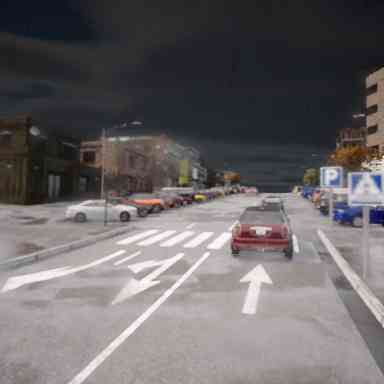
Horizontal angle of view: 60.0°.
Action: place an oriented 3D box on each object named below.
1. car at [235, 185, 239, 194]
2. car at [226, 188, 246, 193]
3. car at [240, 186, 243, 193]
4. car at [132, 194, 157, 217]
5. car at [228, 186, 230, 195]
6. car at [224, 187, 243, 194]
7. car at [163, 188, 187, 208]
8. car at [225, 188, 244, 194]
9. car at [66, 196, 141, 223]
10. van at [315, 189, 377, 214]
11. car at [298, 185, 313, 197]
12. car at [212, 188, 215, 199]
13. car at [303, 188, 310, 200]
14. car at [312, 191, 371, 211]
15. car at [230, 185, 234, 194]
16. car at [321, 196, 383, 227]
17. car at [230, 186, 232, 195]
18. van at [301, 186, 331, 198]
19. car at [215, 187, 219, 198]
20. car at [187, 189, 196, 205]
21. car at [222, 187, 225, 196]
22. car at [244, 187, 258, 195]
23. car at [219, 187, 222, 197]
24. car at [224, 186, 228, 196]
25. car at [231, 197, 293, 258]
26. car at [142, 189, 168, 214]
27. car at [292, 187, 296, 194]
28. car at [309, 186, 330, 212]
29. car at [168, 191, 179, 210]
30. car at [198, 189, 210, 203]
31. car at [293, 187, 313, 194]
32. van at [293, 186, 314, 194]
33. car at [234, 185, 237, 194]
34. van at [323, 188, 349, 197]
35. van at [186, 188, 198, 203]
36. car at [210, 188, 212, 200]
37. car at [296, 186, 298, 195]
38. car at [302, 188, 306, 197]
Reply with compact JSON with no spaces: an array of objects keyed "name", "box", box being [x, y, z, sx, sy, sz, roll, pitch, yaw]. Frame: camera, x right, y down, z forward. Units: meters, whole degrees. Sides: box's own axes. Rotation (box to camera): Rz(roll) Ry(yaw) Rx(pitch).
[{"name":"car","box":[7.063,-0.178,73.771,5.008,1.535,2.097,-1,1,-5]},{"name":"car","box":[12.351,-0.407,93.615,5.008,1.535,2.097,-1,0,-5]},{"name":"car","box":[8.535,-0.524,79.432,5.566,2.045,2.435,-1,1,-5]},{"name":"car","box":[-5.297,1.154,25.391,4.792,1.488,2.163,-1,1,-6]},{"name":"car","box":[4.127,-0.044,62.415,4.553,1.767,2.185,-1,2,-5]},{"name":"car","box":[10.864,-0.498,87.944,4.553,1.767,2.185,-1,0,-5]},{"name":"car","box":[-3.147,0.757,33.963,4.553,1.767,2.185,-1,2,-6]},{"name":"car","box":[11.625,-0.362,90.789,4.792,1.488,2.163,-1,0,-5]},{"name":"car","box":[-6.041,1.246,22.525,4.674,1.452,2.002,-1,1,-6]},{"name":"van","box":[13.177,0.768,28.555,4.442,1.987,1.878,0,2,-4]},{"name":"car","box":[18.206,0.245,45.930,5.566,2.045,2.435,0,2,-5]},{"name":"car","box":[0.465,0.510,48.216,4.792,1.488,2.163,-1,1,-6]},{"name":"car","box":[16.582,0.664,40.126,4.892,1.521,2.231,0,2,-4]},{"name":"car","box":[14.088,0.786,31.456,4.553,1.767,2.185,0,2,-4]},{"name":"car","box":[5.607,-0.186,68.090,4.553,1.767,2.185,-1,1,-5]},{"name":"car","box":[10.806,1.242,19.932,5.008,1.535,2.097,0,2,-4]},{"name":"car","box":[4.835,0.048,65.265,4.674,1.452,2.002,-1,1,-5]},{"name":"van","box":[21.352,-0.061,57.550,4.442,1.987,1.878,0,1,-5]},{"name":"car","box":[1.156,0.400,51.059,5.008,1.535,2.097,-1,1,-6]},{"name":"car","box":[-2.463,0.802,36.829,5.008,1.535,2.097,-1,1,-6]},{"name":"car","box":[2.633,0.241,56.735,4.892,1.521,2.231,-1,2,-5]},{"name":"car","box":[12.831,-0.249,70.450,2.097,1.767,4.553,0,1,15]},{"name":"car","box":[1.898,0.321,53.897,4.892,1.521,2.231,-1,2,-6]},{"name":"car","box":[3.367,0.160,59.578,5.008,1.535,2.097,-1,2,-5]},{"name":"car","box":[2.829,1.308,13.089,2.097,1.767,4.553,0,1,15]},{"name":"car","box":[-4.582,0.918,28.242,4.553,1.767,2.185,-1,2,-6]},{"name":"car","box":[22.774,-0.236,63.334,5.566,2.045,2.435,0,1,-5]},{"name":"car","box":[12.438,0.826,25.678,5.566,2.045,2.435,0,2,-4]},{"name":"car","box":[-3.923,0.994,31.102,4.792,1.488,2.163,-1,2,-6]},{"name":"car","box":[-0.829,0.635,42.543,5.366,1.575,1.946,-1,1,-6]},{"name":"car","box":[28.852,-0.461,86.472,4.553,1.767,2.185,1,0,-5]},{"name":"van","box":[27.993,-0.542,83.563,4.442,1.987,1.878,1,1,-5]},{"name":"car","box":[6.330,-0.124,70.933,5.008,1.535,2.097,-1,1,-5]},{"name":"van","box":[11.756,0.935,22.815,4.442,1.987,1.878,0,2,-4]},{"name":"van","box":[-1.857,0.498,39.661,4.442,1.987,1.878,-1,2,-6]},{"name":"car","box":[-0.299,0.561,45.371,5.008,1.535,2.097,-1,1,-6]},{"name":"car","box":[19.757,0.078,51.743,5.566,2.045,2.435,0,1,-5]},{"name":"car","box":[17.406,0.609,43.032,4.792,1.488,2.163,0,2,-5]}]
